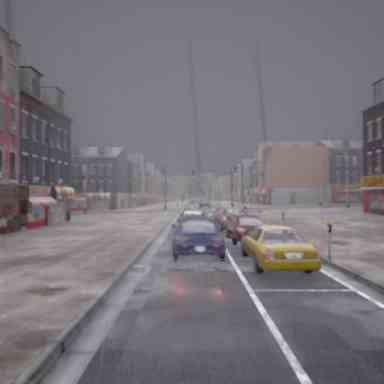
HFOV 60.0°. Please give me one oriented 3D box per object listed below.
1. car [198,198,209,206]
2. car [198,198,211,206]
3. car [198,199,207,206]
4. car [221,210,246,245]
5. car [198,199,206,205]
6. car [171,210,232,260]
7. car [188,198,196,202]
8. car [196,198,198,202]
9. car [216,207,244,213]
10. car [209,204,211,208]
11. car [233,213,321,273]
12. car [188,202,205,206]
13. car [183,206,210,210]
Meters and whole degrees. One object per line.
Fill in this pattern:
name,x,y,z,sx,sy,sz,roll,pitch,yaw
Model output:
car,2.598,2.259,75.266,2.192,1.841,5.009,-1,-1,0
car,2.604,2.223,64.460,1.967,1.590,4.097,-1,-1,0
car,2.597,2.467,80.665,1.967,1.590,4.097,-1,-1,0
car,2.627,1.748,16.186,1.802,1.307,4.206,0,-1,0
car,2.595,2.551,86.067,1.967,1.590,4.097,-1,-1,0
car,0.174,1.657,12.842,1.812,1.442,4.674,0,-1,-2
car,-0.033,2.425,84.933,1.837,1.490,4.892,0,-1,0
car,2.601,2.178,69.863,2.192,1.841,5.009,-1,-1,0
car,2.624,1.666,21.654,1.967,1.590,4.097,0,-1,0
car,2.622,1.870,27.119,1.802,1.307,4.206,0,-1,0
car,2.629,1.636,10.890,1.752,1.417,4.829,0,-1,0
car,0.012,1.955,32.710,1.895,1.301,4.718,0,-1,0
car,0.075,1.838,22.619,1.895,1.301,4.718,0,-1,0
